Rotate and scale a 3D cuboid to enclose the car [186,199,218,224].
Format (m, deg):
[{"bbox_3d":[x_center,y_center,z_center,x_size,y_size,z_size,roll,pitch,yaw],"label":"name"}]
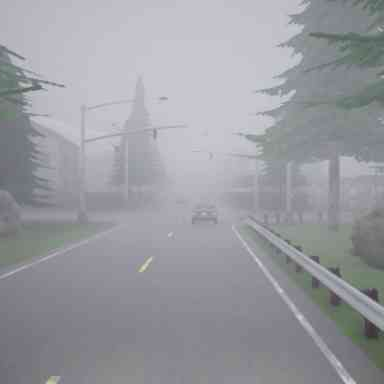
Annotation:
[{"bbox_3d":[0.944,1.487,24.374,2.033,1.411,5.357,0,0,3],"label":"car"}]

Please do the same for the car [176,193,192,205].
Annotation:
[{"bbox_3d":[-1.510,1.349,54.268,1.882,1.535,5.008,0,0,3],"label":"car"}]

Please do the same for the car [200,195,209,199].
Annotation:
[{"bbox_3d":[2.682,1.341,70.657,1.895,1.301,4.718,0,0,2],"label":"car"}]
